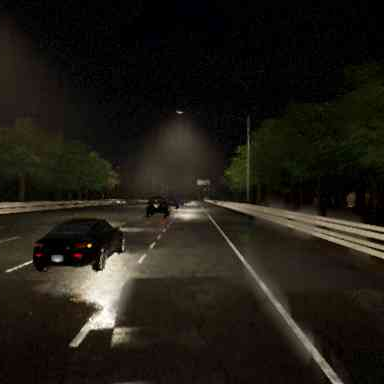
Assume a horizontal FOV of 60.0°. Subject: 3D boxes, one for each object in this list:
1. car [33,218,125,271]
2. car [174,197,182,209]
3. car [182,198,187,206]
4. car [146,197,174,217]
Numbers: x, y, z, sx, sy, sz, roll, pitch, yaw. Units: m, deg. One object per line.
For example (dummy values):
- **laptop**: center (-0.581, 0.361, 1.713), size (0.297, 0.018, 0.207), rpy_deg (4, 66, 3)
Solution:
- **car**: center (-3.479, 1.567, 10.917), size (1.812, 1.442, 4.674), rpy_deg (1, 0, 0)
- **car**: center (-3.270, 1.840, 55.958), size (2.150, 2.045, 5.566), rpy_deg (1, -1, 0)
- **car**: center (-3.078, 2.300, 79.123), size (2.150, 2.045, 5.566), rpy_deg (1, -1, 1)
- **car**: center (-3.397, 1.495, 34.364), size (2.150, 2.045, 5.566), rpy_deg (1, -1, 0)
